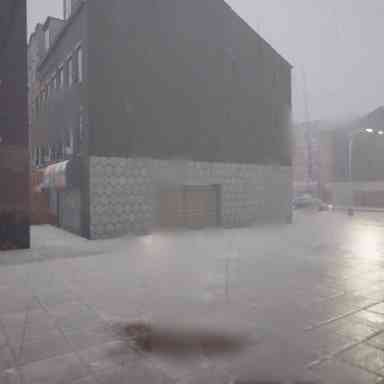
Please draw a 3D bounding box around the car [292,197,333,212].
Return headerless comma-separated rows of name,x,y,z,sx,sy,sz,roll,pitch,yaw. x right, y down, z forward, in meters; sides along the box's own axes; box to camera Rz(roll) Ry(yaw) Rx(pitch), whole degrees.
car,12.358,1.289,35.059,2.128,1.511,4.902,-1,1,-35
